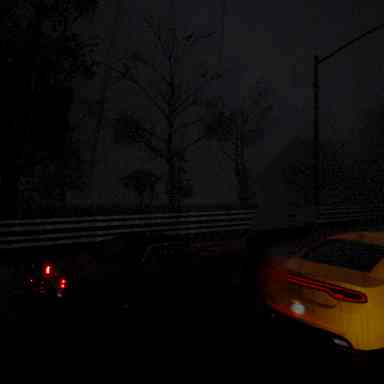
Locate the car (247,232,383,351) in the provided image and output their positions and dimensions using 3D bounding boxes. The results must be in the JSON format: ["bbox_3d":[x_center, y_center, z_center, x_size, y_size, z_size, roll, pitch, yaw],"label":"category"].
[{"bbox_3d":[3.545,1.477,6.068,5.008,1.535,1.882,0,0,-34],"label":"car"}]

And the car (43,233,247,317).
[{"bbox_3d":[-0.646,1.600,7.459,4.718,1.301,1.895,0,0,-34],"label":"car"}]
